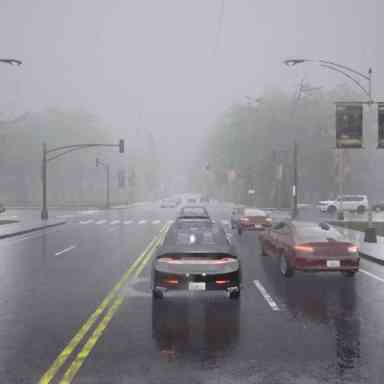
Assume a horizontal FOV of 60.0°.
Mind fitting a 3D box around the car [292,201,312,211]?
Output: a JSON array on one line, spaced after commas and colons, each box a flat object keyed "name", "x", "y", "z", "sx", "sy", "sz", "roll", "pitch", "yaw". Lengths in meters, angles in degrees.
[{"name": "car", "x": 14.811, "y": 1.772, "z": 40.764, "sx": 4.718, "sy": 1.301, "sz": 1.895, "roll": 0, "pitch": 0, "yaw": 0}]

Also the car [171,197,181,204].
[{"name": "car", "x": -3.344, "y": 1.836, "z": 69.749, "sx": 1.994, "sy": 1.385, "sz": 4.181, "roll": 0, "pitch": 0, "yaw": 0}]

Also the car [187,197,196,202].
[{"name": "car", "x": -0.111, "y": 1.893, "z": 82.487, "sx": 1.882, "sy": 1.535, "sz": 5.008, "roll": 0, "pitch": -1, "yaw": 0}]

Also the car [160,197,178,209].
[{"name": "car", "x": -3.411, "y": 1.732, "z": 47.031, "sx": 1.895, "sy": 1.301, "sz": 4.718, "roll": 0, "pitch": 0, "yaw": 0}]

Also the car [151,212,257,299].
[{"name": "car", "x": 0.088, "y": 1.496, "z": 8.444, "sx": 2.128, "sy": 1.511, "sz": 4.902, "roll": 0, "pitch": 0, "yaw": 0}]

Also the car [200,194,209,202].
[{"name": "car", "x": 3.138, "y": 1.642, "z": 82.558, "sx": 2.150, "sy": 2.045, "sz": 5.566, "roll": 0, "pitch": -1, "yaw": 0}]

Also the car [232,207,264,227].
[{"name": "car", "x": 3.335, "y": 1.555, "z": 18.970, "sx": 1.812, "sy": 1.442, "sz": 4.674, "roll": 0, "pitch": 0, "yaw": 1}]

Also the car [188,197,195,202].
[{"name": "car", "x": -0.127, "y": 1.965, "z": 92.940, "sx": 1.994, "sy": 1.385, "sz": 4.181, "roll": 0, "pitch": -1, "yaw": 0}]

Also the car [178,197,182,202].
[{"name": "car", "x": -3.405, "y": 1.696, "z": 59.754, "sx": 2.128, "sy": 1.511, "sz": 4.902, "roll": 0, "pitch": -1, "yaw": 0}]

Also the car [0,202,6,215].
[{"name": "car", "x": -20.182, "y": 1.224, "z": 30.508, "sx": 5.566, "sy": 2.045, "sz": 2.150, "roll": 0, "pitch": 0, "yaw": -1}]

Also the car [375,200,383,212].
[{"name": "car", "x": 23.943, "y": 1.695, "z": 40.849, "sx": 5.008, "sy": 1.535, "sz": 1.882, "roll": 0, "pitch": 0, "yaw": 0}]

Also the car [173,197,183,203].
[{"name": "car", "x": -3.359, "y": 1.936, "z": 80.488, "sx": 2.033, "sy": 1.411, "sz": 5.357, "roll": 0, "pitch": -1, "yaw": 0}]

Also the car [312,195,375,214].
[{"name": "car", "x": 17.056, "y": 1.399, "z": 37.541, "sx": 5.566, "sy": 2.045, "sz": 2.150, "roll": 0, "pitch": 0, "yaw": -1}]

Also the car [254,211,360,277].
[{"name": "car", "x": 3.332, "y": 1.533, "z": 10.162, "sx": 1.812, "sy": 1.442, "sz": 4.674, "roll": 0, "pitch": 0, "yaw": 0}]

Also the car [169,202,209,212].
[{"name": "car", "x": 0.077, "y": 1.517, "z": 17.851, "sx": 2.128, "sy": 1.511, "sz": 4.902, "roll": 0, "pitch": 0, "yaw": 0}]
